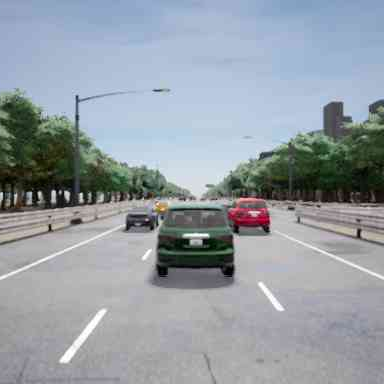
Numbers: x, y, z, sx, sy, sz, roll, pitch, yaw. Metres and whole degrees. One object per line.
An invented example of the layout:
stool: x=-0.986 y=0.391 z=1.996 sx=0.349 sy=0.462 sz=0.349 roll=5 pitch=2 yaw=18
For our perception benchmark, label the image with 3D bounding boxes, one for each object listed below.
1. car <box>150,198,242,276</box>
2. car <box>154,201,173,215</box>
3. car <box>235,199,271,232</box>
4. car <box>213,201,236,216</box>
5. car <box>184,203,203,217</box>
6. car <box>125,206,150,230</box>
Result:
car: x=0.099 y=1.362 z=10.980 sx=2.150 sy=2.045 sz=5.566 roll=0 pitch=0 yaw=0
car: x=-3.329 y=1.859 z=40.203 sx=1.882 sy=1.535 sz=5.008 roll=0 pitch=0 yaw=0
car: x=3.638 y=1.477 z=22.014 sx=2.150 sy=2.045 sz=5.566 roll=0 pitch=0 yaw=0
car: x=3.668 y=1.863 z=38.559 sx=2.128 sy=1.511 sz=4.902 roll=0 pitch=0 yaw=0
car: x=0.165 y=1.962 z=36.932 sx=1.895 sy=1.301 sz=4.718 roll=0 pitch=0 yaw=0
car: x=-3.361 y=1.769 z=23.087 sx=1.837 sy=1.490 sz=4.892 roll=0 pitch=0 yaw=0
